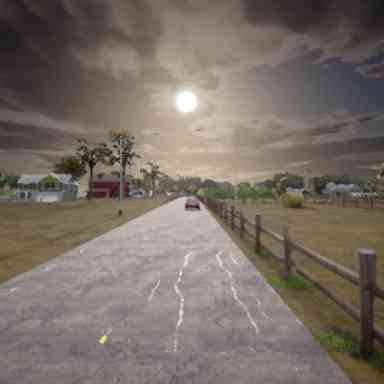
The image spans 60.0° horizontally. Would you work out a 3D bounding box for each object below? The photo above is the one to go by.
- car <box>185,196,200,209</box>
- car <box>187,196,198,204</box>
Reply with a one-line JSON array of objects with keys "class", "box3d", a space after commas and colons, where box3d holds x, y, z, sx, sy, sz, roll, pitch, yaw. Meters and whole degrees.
[{"class": "car", "box3d": [0.055, 1.505, 45.348, 1.994, 1.385, 4.181, 0, 0, 0]}, {"class": "car", "box3d": [0.030, 1.484, 62.568, 2.033, 1.411, 5.357, 0, 0, 0]}]
